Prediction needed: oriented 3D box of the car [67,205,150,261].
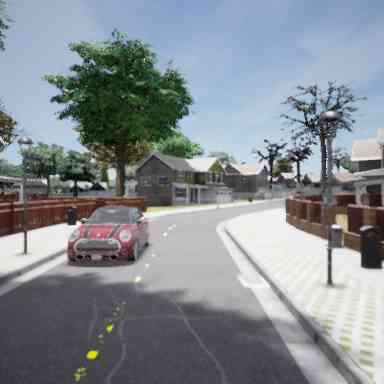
[{"bbox_3d":[-2.813,1.328,12.092,2.097,1.767,4.553,0,0,0],"label":"car"}]
